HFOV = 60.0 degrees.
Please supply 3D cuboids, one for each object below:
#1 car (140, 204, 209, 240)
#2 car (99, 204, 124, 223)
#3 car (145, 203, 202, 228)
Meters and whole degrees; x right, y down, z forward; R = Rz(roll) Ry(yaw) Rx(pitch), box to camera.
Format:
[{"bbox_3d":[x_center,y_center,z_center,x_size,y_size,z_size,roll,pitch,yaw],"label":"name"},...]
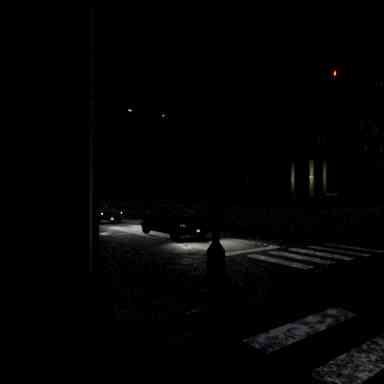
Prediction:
[{"bbox_3d":[-1.066,1.530,17.339,1.812,1.442,4.674,0,0,-36],"label":"car"},{"bbox_3d":[-6.993,1.608,25.548,1.895,1.301,4.718,0,0,-36],"label":"car"},{"bbox_3d":[-1.398,1.536,23.156,1.812,1.442,4.674,0,0,-35],"label":"car"}]
